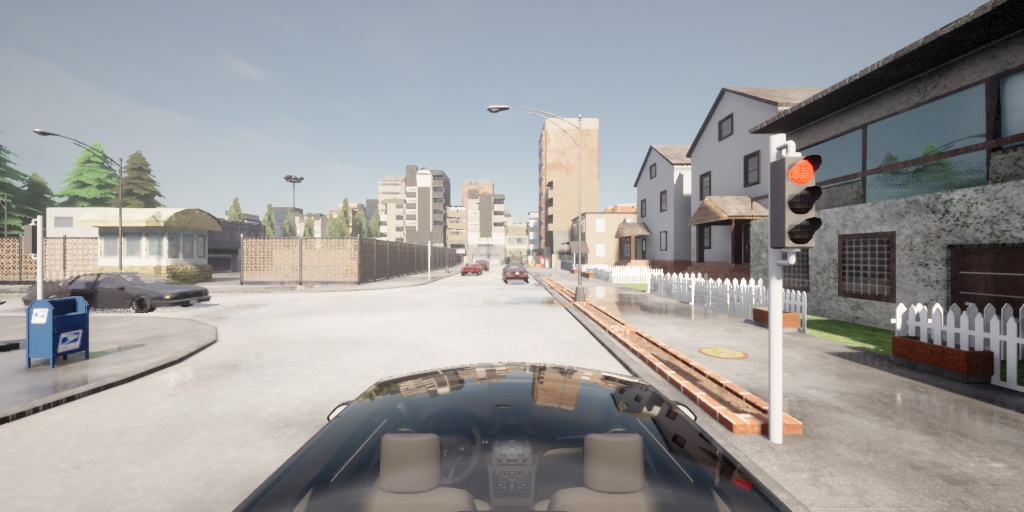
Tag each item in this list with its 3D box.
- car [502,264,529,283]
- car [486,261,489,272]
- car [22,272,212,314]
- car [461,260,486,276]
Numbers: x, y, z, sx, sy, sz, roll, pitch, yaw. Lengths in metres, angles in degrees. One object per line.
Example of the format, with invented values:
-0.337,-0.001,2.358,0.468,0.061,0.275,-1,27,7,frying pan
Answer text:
0.226,1.297,28.113,2.033,1.411,5.357,0,0,-3,car
-4.112,1.227,47.681,1.882,1.535,5.008,0,0,0,car
-14.363,1.297,13.190,5.357,1.411,2.033,0,0,0,car
-4.121,1.351,37.175,1.895,1.301,4.718,0,0,0,car
